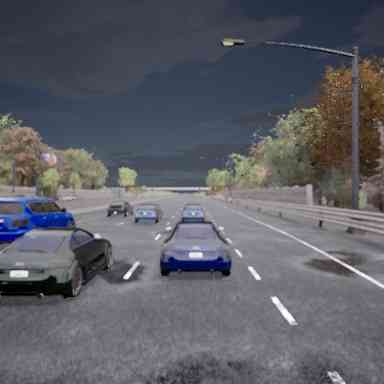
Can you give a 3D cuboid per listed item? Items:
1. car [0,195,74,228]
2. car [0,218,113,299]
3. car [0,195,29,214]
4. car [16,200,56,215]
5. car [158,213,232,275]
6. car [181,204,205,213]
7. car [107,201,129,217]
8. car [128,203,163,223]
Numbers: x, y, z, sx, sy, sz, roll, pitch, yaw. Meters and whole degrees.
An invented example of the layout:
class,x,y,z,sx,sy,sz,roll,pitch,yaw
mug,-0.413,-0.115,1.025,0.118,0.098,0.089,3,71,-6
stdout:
class,x,y,z,sx,sy,sz,roll,pitch,yaw
car,-6.900,1.269,14.300,2.150,2.045,5.566,0,0,0
car,-3.400,1.592,8.559,1.994,1.385,4.181,0,0,0
car,-21.090,1.364,37.993,2.150,2.045,5.566,0,0,0
car,-17.594,1.690,37.811,2.033,1.411,5.357,0,0,0
car,0.100,1.600,10.572,1.994,1.385,4.181,0,0,0
car,0.099,1.644,26.721,2.033,1.411,5.357,0,0,0
car,-6.901,1.625,32.416,1.837,1.490,4.892,0,0,0
car,-3.399,1.644,26.681,2.033,1.411,5.357,0,0,0
